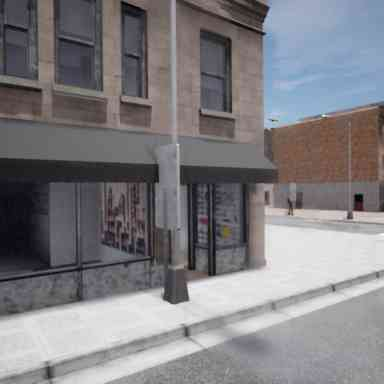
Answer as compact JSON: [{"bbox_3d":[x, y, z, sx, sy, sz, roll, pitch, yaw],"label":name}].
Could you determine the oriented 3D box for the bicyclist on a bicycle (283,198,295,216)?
[{"bbox_3d":[8.946,1.369,30.642,1.656,1.620,0.582,-1,1,-35],"label":"bicyclist on a bicycle"}]
